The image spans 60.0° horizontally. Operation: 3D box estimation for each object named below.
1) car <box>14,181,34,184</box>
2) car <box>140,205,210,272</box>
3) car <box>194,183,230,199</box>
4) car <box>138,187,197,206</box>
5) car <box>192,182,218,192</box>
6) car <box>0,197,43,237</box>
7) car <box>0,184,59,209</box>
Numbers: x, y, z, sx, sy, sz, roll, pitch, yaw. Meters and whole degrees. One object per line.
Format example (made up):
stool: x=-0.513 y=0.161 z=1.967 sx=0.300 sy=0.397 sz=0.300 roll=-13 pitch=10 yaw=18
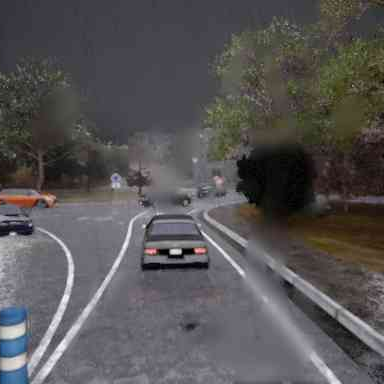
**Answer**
car: x=-30.803 y=-1.328 z=59.734 sx=1.812 sy=1.442 sz=4.674 roll=3 pitch=3 yaw=45
car: x=-0.609 y=1.405 z=10.419 sx=2.033 sy=1.411 sz=5.357 roll=0 pitch=2 yaw=-5
car: x=2.622 y=0.025 z=39.230 sx=1.837 sy=1.490 sz=4.892 roll=1 pitch=3 yaw=41
car: x=-2.245 y=0.568 z=28.303 sx=4.892 sy=1.490 sz=1.837 roll=-2 pitch=4 yaw=-39
car: x=2.124 y=-0.845 z=56.408 sx=2.128 sy=1.511 sz=4.902 roll=-1 pitch=3 yaw=-31
car: x=-8.961 y=1.234 z=15.726 sx=2.033 sy=1.411 sz=5.357 roll=-2 pitch=4 yaw=-38
car: x=-13.287 y=0.482 z=26.922 sx=4.553 sy=1.767 sz=2.097 roll=0 pitch=3 yaw=-4
